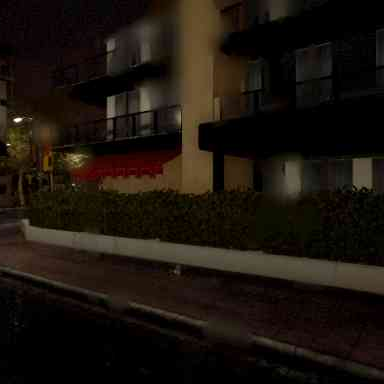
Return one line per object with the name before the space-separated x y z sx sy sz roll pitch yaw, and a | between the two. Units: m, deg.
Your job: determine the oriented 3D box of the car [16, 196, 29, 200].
car | -36.129 1.503 67.943 4.892 1.521 2.231 0 0 36
